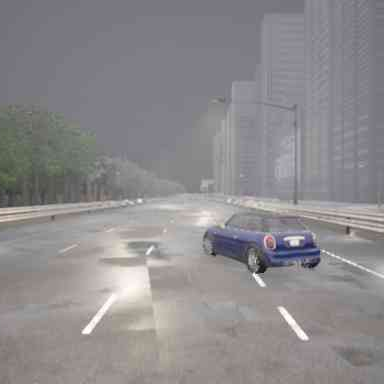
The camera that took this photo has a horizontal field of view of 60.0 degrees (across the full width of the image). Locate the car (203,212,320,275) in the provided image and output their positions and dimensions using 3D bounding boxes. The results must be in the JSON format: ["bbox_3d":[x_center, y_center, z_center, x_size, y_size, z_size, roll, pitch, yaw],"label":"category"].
[{"bbox_3d":[2.076,1.462,11.271,2.097,1.767,4.553,0,-1,-22],"label":"car"}]
